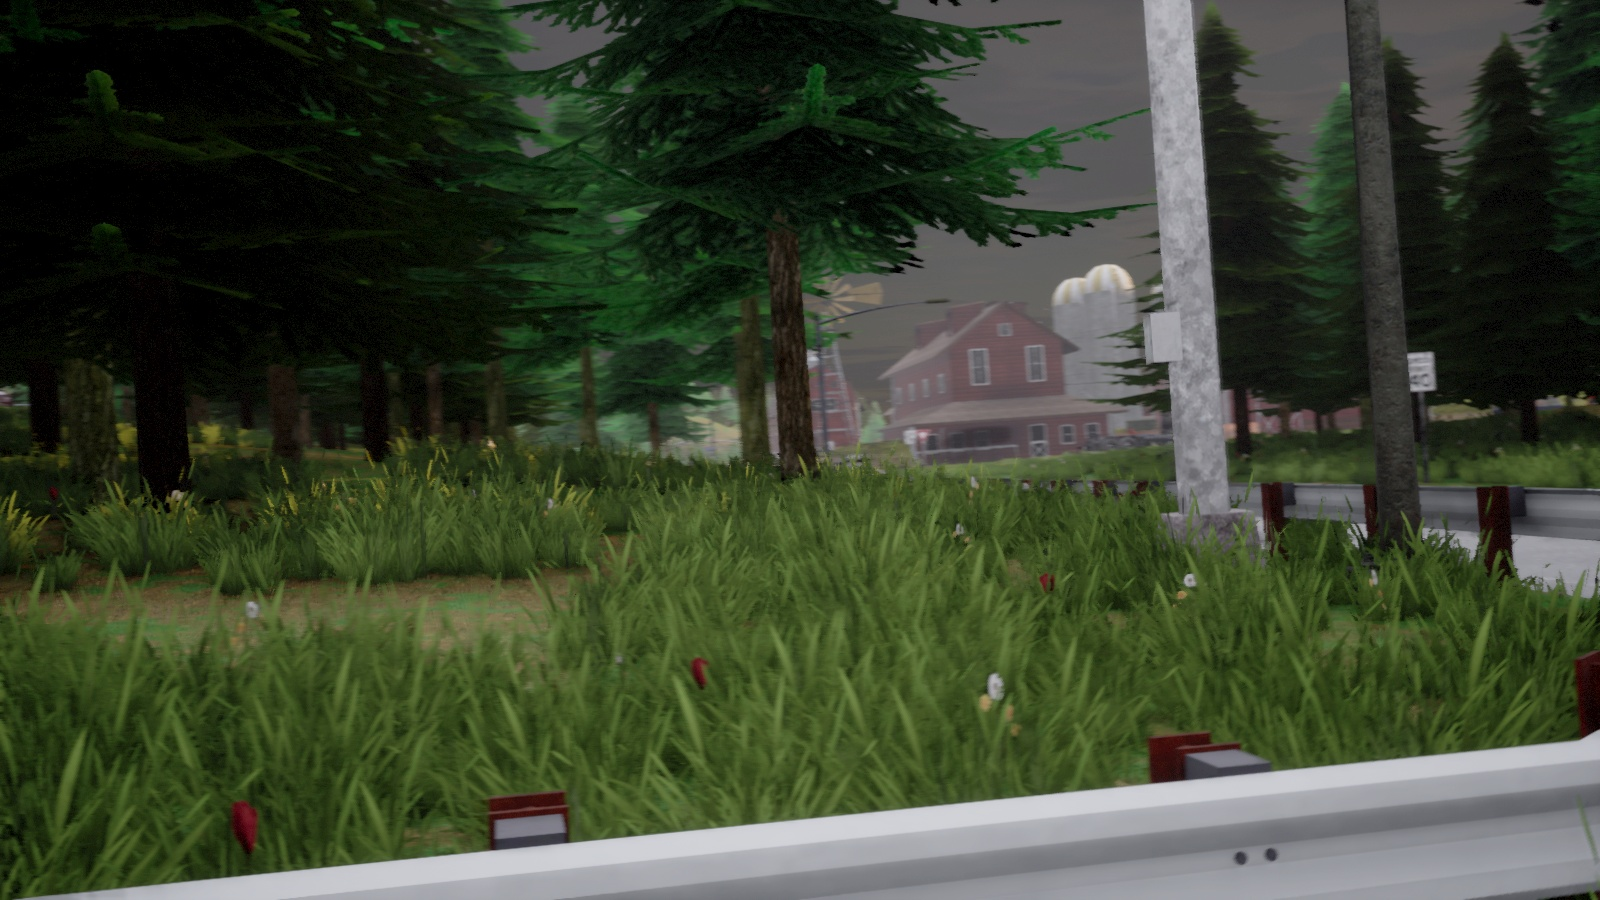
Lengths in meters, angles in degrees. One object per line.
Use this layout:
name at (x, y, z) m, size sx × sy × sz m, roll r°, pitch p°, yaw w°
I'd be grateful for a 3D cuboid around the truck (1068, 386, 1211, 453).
truck at (21.465, -1.919, 79.616) m, size 7.936 × 3.462 × 2.891 m, roll -5°, pitch 0°, yaw -7°

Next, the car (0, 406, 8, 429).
car at (-52.660, -2.034, 81.252) m, size 1.812 × 1.442 × 4.674 m, roll -5°, pitch 4°, yaw -38°

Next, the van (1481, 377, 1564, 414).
van at (47.679, -3.584, 82.911) m, size 4.442 × 1.987 × 1.775 m, roll -5°, pitch 0°, yaw -7°

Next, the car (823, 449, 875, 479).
car at (2.796, 0.828, 73.505) m, size 2.128 × 1.511 × 4.902 m, roll -6°, pitch 0°, yaw -7°
